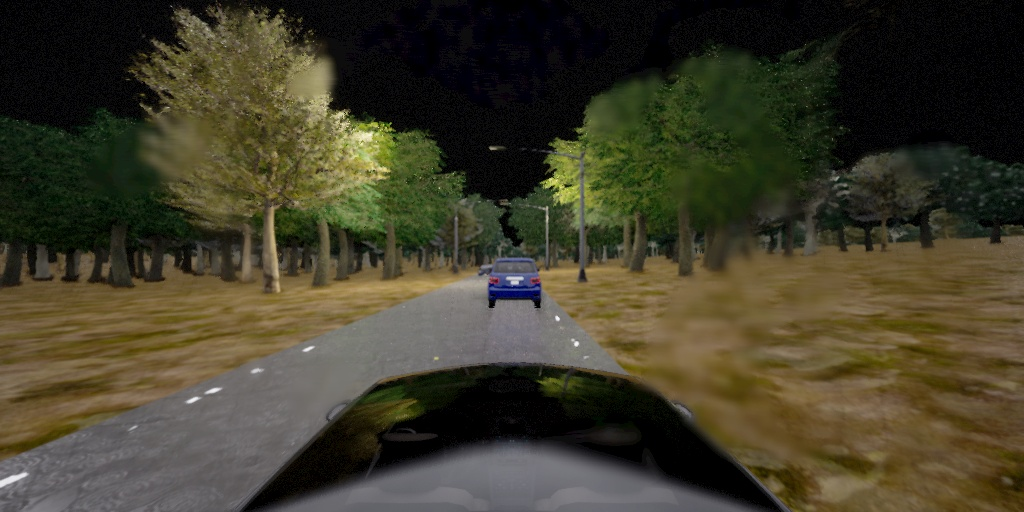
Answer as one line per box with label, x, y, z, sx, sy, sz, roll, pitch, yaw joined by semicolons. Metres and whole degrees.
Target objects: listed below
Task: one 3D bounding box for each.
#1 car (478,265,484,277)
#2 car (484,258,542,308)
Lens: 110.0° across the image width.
car;-2.917;1.716;42.191;2.033;1.411;5.357;0;-1;0
car;0.118;1.114;16.249;2.150;2.045;5.566;0;0;0
